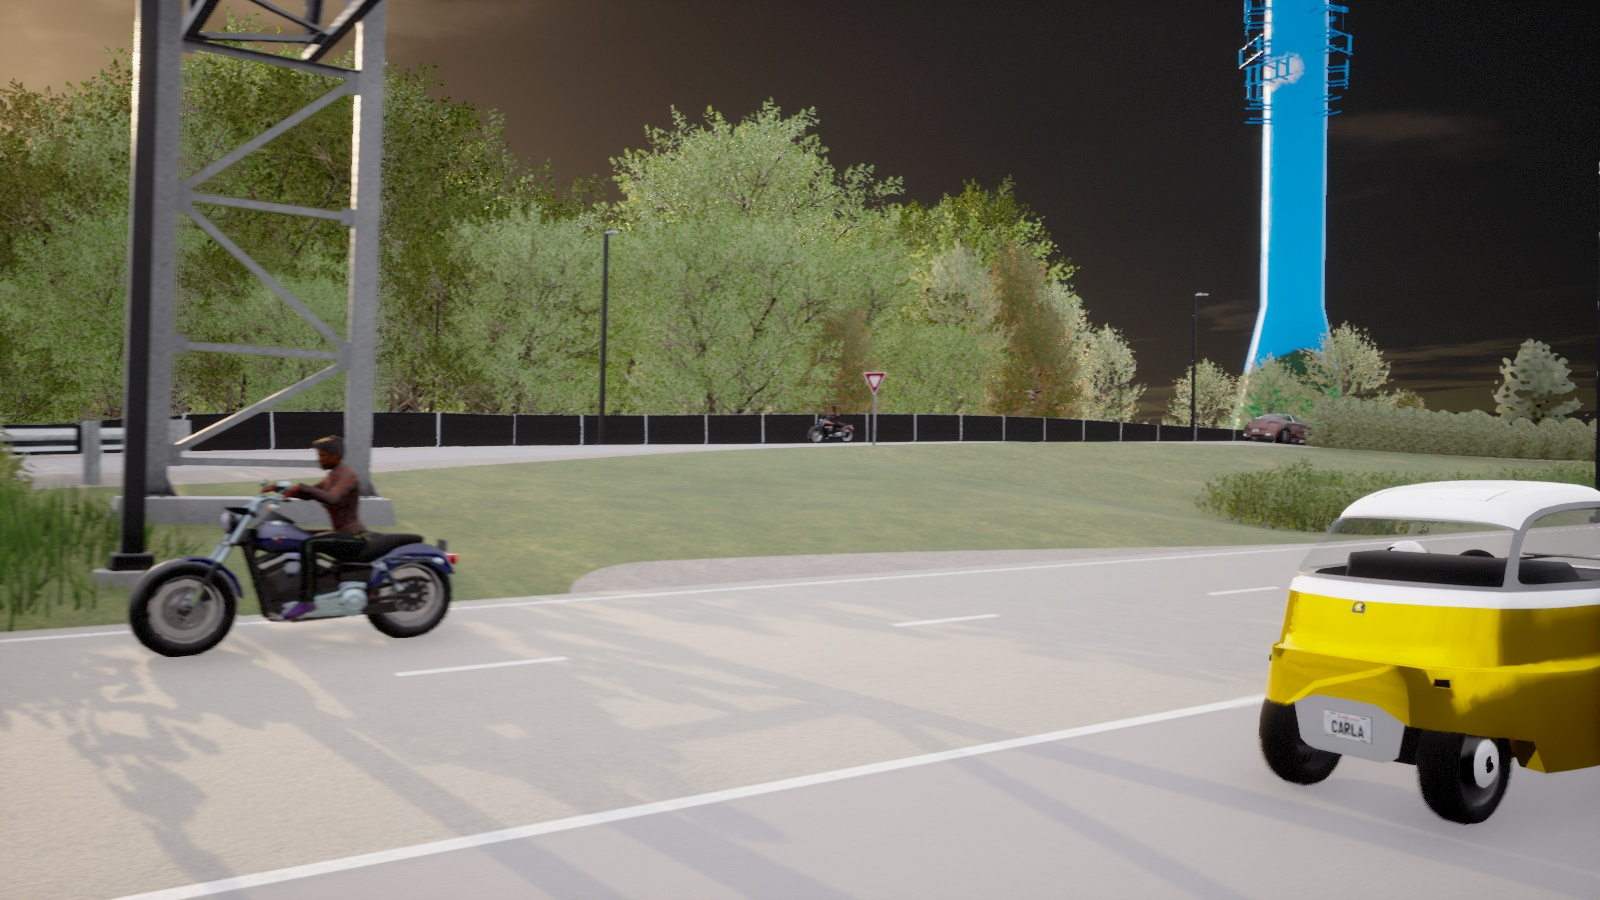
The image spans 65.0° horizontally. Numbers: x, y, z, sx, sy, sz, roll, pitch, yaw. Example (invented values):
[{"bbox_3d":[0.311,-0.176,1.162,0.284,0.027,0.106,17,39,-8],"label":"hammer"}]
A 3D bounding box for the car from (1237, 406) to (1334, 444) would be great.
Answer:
[{"bbox_3d":[25.266,-1.282,65.241,5.027,1.651,2.152,3,-2,-33],"label":"car"}]

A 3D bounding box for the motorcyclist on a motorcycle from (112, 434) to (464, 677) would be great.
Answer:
[{"bbox_3d":[-3.832,0.715,9.520,2.350,1.649,0.766,0,0,-35],"label":"motorcyclist on a motorcycle"}]

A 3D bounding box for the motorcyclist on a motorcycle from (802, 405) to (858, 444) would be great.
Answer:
[{"bbox_3d":[1.268,-1.087,53.263,2.350,1.649,0.766,-2,1,-37],"label":"motorcyclist on a motorcycle"}]

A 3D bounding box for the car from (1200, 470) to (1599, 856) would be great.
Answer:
[{"bbox_3d":[3.200,0.809,5.886,2.207,1.376,1.481,0,0,-35],"label":"car"}]
